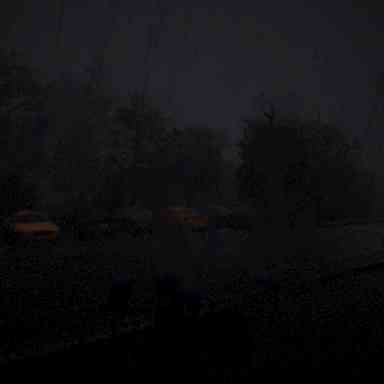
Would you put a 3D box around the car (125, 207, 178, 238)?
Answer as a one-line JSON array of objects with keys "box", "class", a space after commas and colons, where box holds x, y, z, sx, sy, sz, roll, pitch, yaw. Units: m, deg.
[{"box": [-3.205, 1.632, 18.978, 2.231, 1.521, 4.892, 1, 0, -36], "class": "car"}]

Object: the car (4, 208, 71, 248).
[{"box": [-7.575, 1.562, 15.616, 1.946, 1.575, 5.366, 1, -1, -36], "class": "car"}]

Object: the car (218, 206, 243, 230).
[{"box": [1.282, 1.689, 22.173, 2.231, 1.521, 4.892, 1, 0, -36], "class": "car"}]

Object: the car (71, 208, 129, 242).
[{"box": [-5.456, 1.631, 17.396, 2.163, 1.488, 4.792, 1, -1, -36], "class": "car"}]

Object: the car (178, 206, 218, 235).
[{"box": [-0.959, 1.661, 20.570, 2.097, 1.535, 5.008, 1, 0, -36], "class": "car"}]
